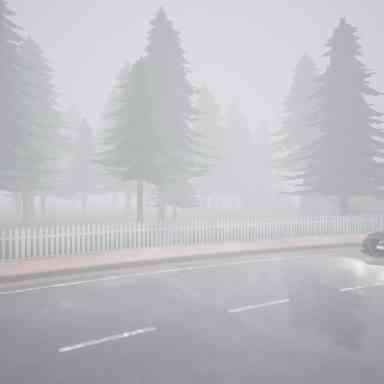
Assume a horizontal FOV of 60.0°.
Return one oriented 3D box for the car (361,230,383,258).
[{"bbox_3d":[7.828,1.564,11.017,4.181,1.385,1.994,0,0,-16],"label":"car"}]
